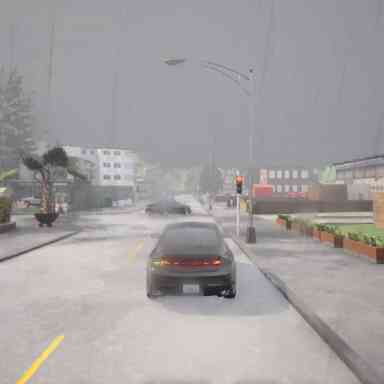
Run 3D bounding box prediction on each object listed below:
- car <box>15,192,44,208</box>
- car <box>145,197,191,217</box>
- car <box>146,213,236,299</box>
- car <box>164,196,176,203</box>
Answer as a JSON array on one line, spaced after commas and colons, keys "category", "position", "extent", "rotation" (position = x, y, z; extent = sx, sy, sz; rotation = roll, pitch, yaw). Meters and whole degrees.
[{"category": "car", "position": [-20.147, 0.991, 42.119], "extent": [1.905, 1.878, 3.866], "rotation": [0, 0, 34]}, {"category": "car", "position": [-2.117, 1.496, 30.585], "extent": [2.128, 1.511, 4.902], "rotation": [1, 0, 40]}, {"category": "car", "position": [-0.015, 1.506, 8.453], "extent": [1.837, 1.490, 4.892], "rotation": [0, 0, 0]}, {"category": "car", "position": [-4.653, 1.535, 70.461], "extent": [2.128, 1.511, 4.902], "rotation": [0, 0, -1]}]
